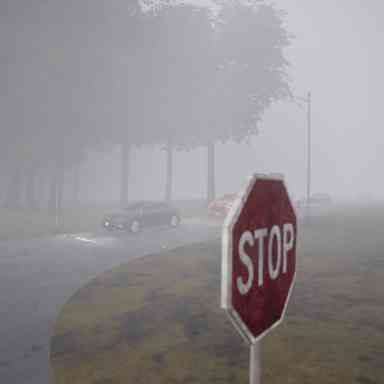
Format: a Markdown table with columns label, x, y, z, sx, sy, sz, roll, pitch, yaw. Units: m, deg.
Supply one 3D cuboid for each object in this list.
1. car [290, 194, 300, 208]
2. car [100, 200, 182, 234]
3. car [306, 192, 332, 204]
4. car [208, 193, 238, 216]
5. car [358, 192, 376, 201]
| label | x | y | z | sx | sy | sz | roll | pitch | yaw |
| --- | --- | --- | --- | --- | --- | --- | --- | --- | --- |
| car | 9.329 | 0.899 | 33.153 | 1.812 | 1.442 | 4.674 | 1 | 1 | 38 |
| car | -2.527 | 1.214 | 17.544 | 1.837 | 1.490 | 4.892 | 1 | 2 | 37 |
| car | 16.219 | 0.755 | 42.154 | 2.033 | 1.411 | 5.357 | 1 | 2 | 38 |
| car | 3.133 | 0.894 | 24.995 | 2.097 | 1.767 | 4.553 | 1 | 2 | 37 |
| car | 27.456 | 0.669 | 52.176 | 1.895 | 1.301 | 4.718 | 1 | 1 | 37 |
